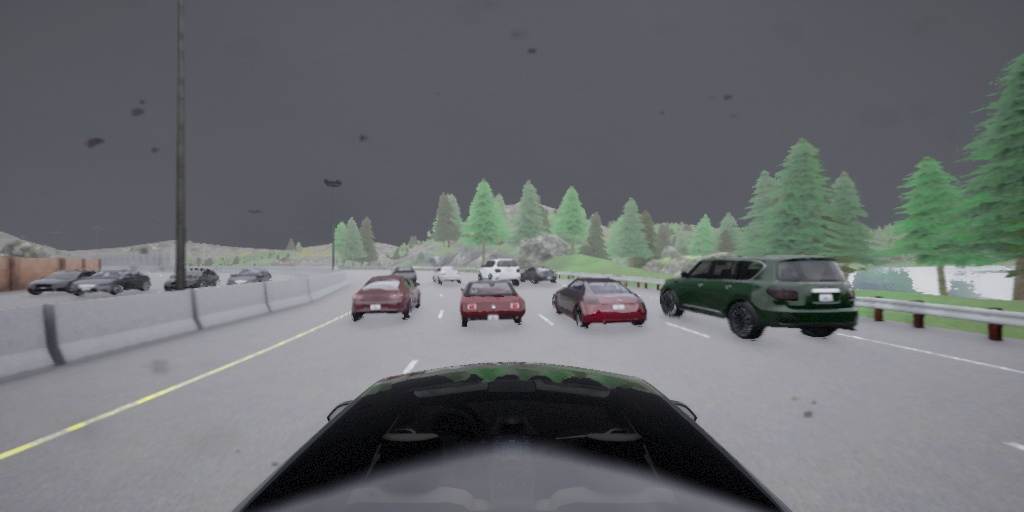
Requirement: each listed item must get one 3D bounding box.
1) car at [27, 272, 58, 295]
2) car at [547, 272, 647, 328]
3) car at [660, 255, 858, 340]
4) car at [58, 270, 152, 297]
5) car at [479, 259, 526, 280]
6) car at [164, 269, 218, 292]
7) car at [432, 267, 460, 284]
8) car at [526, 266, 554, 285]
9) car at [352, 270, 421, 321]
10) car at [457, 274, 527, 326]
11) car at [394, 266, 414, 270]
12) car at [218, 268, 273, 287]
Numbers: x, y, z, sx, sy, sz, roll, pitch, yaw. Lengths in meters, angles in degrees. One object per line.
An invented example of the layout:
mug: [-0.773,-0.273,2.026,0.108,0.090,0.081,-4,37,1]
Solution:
car: [-29.313,1.714,23.896,1.837,1.490,4.892,0,-1,-24]
car: [2.695,1.400,11.877,1.994,1.385,4.181,0,-1,-7]
car: [6.461,1.012,10.319,2.150,2.045,5.566,0,-1,-5]
car: [-25.074,1.655,22.651,2.128,1.511,4.902,0,-1,-21]
car: [-1.077,1.263,28.661,2.150,2.045,5.566,0,-1,-19]
car: [-22.342,1.675,25.255,1.837,1.490,4.892,0,-1,-22]
car: [-5.657,1.627,30.976,1.812,1.442,4.674,0,-1,-20]
car: [2.147,1.555,29.898,1.812,1.442,4.674,0,-1,-19]
car: [-4.517,1.432,13.325,1.812,1.442,4.674,0,-1,-8]
car: [-0.820,1.468,12.286,1.895,1.301,4.718,0,-1,-8]
car: [-9.214,1.615,30.468,2.128,1.511,4.902,0,-1,-21]
car: [-18.954,1.644,26.123,2.128,1.511,4.902,0,-1,-22]
